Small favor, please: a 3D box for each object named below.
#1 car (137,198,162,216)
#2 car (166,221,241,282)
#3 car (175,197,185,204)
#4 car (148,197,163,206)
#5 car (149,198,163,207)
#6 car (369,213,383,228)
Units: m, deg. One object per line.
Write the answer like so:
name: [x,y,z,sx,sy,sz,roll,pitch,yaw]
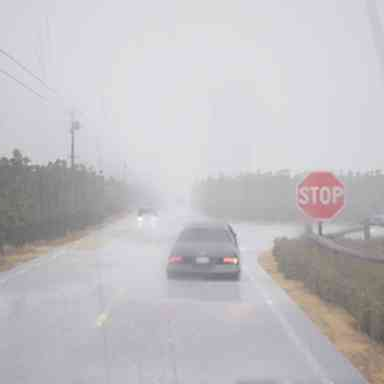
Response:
car: [-4.303,1.596,33.014,2.033,1.411,5.357,0,0,-5]
car: [0.474,1.562,9.858,2.033,1.411,5.357,0,0,5]
car: [-2.340,1.622,65.045,1.812,1.442,4.674,0,0,2]
car: [-5.109,1.416,43.018,2.097,1.767,4.553,0,0,-5]
car: [-5.730,1.643,53.622,1.994,1.385,4.181,0,0,-1]
car: [13.847,1.579,20.504,5.357,1.411,2.033,0,0,0]
